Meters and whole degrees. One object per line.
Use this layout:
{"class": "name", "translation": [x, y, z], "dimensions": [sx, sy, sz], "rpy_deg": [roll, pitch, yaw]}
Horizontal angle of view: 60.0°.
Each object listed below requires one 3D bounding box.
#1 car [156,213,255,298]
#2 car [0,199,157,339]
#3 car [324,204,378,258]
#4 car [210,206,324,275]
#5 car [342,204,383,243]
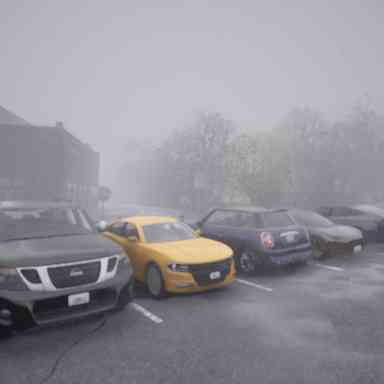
{"class": "car", "translation": [-0.981, 1.406, 8.735], "dimensions": [2.097, 1.535, 5.008], "rpy_deg": [-1, 1, -35]}
{"class": "car", "translation": [-3.245, 1.208, 7.092], "dimensions": [2.435, 2.045, 5.566], "rpy_deg": [-1, 1, -35]}
{"class": "car", "translation": [3.582, 1.302, 11.921], "dimensions": [2.163, 1.488, 4.792], "rpy_deg": [-2, 1, -35]}
{"class": "car", "translation": [1.306, 1.217, 10.309], "dimensions": [2.185, 1.767, 4.553], "rpy_deg": [-2, 1, -35]}
{"class": "car", "translation": [5.820, 1.232, 13.576], "dimensions": [2.163, 1.488, 4.792], "rpy_deg": [-2, 1, -35]}
